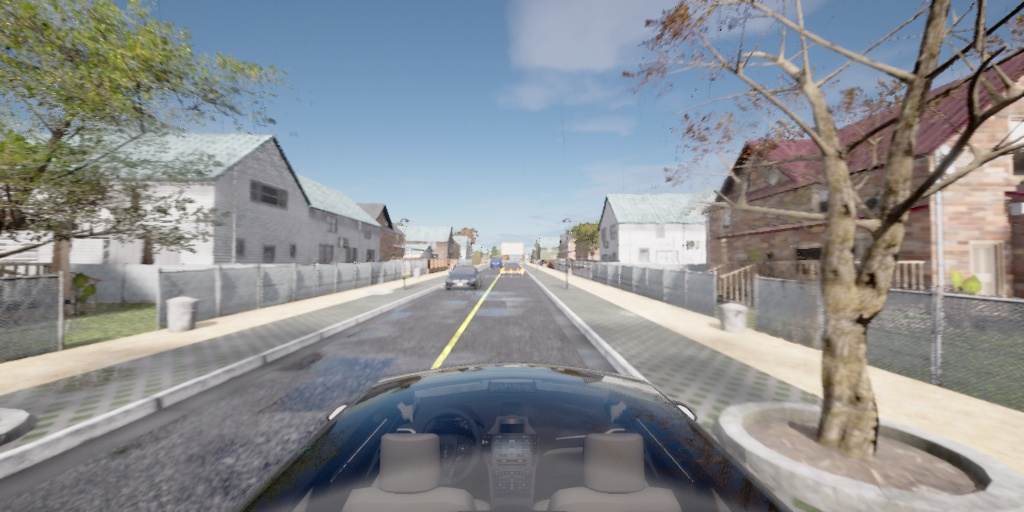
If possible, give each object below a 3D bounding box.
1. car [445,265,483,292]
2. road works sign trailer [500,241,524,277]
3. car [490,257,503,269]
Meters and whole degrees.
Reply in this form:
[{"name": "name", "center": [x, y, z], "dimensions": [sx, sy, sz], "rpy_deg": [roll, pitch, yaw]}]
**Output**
[{"name": "car", "center": [-2.846, 1.307, 22.002], "dimensions": [1.812, 1.442, 4.674], "rpy_deg": [0, 0, 0]}, {"name": "road works sign trailer", "center": [0.013, 0.289, 36.464], "dimensions": [2.380, 3.560, 2.880], "rpy_deg": [0, 0, 0]}, {"name": "car", "center": [-2.763, 1.183, 64.140], "dimensions": [2.150, 2.045, 5.566], "rpy_deg": [0, 0, 0]}]
